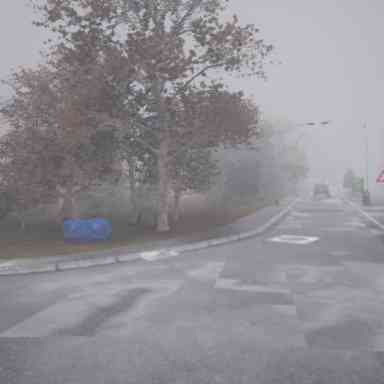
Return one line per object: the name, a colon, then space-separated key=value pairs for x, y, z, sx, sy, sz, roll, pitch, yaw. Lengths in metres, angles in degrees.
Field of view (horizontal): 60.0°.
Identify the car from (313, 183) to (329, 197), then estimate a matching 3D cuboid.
car: x=20.362 y=-0.374 z=52.432 sx=2.150 sy=2.045 sz=5.566 roll=-1 pitch=2 yaw=21
